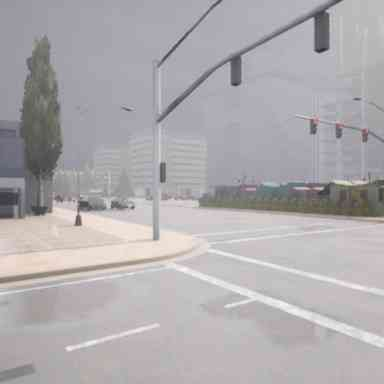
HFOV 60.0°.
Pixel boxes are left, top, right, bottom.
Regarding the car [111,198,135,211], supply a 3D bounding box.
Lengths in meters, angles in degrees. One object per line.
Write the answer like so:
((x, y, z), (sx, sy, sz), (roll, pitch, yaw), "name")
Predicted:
((-8.536, 1.478, 40.762), (2.128, 1.511, 4.902), (0, 0, -32), "car")

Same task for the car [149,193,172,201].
((-7.435, 1.125, 78.800), (3.866, 1.878, 1.905), (0, 0, -34), "car")

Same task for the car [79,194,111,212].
((-11.601, 1.342, 39.060), (2.097, 1.767, 4.553), (0, 0, -32), "car")

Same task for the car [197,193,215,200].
((3.567, 1.125, 62.551), (3.866, 1.878, 1.905), (0, 0, -34), "car")

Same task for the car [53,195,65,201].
((-35.165, 1.461, 88.081), (1.882, 1.535, 5.008), (0, 0, -35), "car")

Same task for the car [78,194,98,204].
((-16.951, 1.118, 54.128), (1.882, 1.535, 5.008), (0, 0, -33), "car")

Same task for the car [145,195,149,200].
((-9.008, 1.122, 81.230), (4.605, 1.855, 1.932), (0, 0, -34), "car")

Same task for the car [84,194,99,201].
((-23.285, 1.320, 76.896), (1.837, 1.490, 4.892), (0, 0, -34), "car")

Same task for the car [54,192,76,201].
((-19.886, 0.829, 52.221), (2.150, 2.045, 5.566), (0, 0, -33), "car")
